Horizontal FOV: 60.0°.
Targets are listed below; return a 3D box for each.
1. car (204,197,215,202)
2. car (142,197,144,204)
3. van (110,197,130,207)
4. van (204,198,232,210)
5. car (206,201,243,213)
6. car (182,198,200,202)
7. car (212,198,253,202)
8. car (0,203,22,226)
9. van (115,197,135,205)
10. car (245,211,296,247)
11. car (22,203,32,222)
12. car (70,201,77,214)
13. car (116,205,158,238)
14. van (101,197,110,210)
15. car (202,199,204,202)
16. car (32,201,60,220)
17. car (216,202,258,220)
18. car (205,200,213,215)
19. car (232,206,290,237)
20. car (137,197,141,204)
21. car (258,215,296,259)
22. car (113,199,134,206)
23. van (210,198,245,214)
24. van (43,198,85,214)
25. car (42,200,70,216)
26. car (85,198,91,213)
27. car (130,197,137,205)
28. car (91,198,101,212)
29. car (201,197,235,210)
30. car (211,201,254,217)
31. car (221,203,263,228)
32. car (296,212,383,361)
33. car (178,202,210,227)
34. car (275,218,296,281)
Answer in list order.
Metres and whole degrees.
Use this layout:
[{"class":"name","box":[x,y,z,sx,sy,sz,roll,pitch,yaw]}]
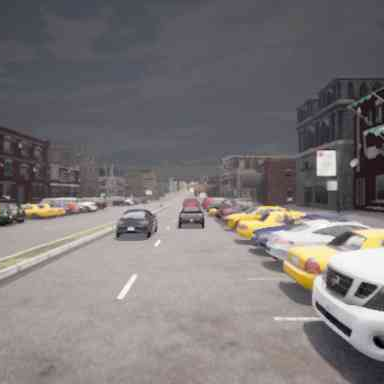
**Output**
[{"class":"car","box":[4.464,1.710,37.856,5.566,2.045,2.435,0,-1,0]},{"class":"car","box":[-16.421,2.599,90.228,4.892,1.521,2.231,0,-1,0]},{"class":"van","box":[-16.149,2.119,70.940,4.442,1.987,1.878,0,0,0]},{"class":"van","box":[4.310,1.960,54.649,4.442,1.987,1.878,0,-1,0]},{"class":"car","box":[4.448,2.082,46.187,4.892,1.521,2.231,0,-1,0]},{"class":"car","box":[-0.140,1.780,43.070,2.150,2.045,5.566,0,-1,0]},{"class":"car","box":[4.556,1.749,32.416,4.553,1.767,2.185,0,-1,0]},{"class":"car","box":[-15.877,1.490,24.059,5.566,2.045,2.435,0,-1,0]},{"class":"van","box":[-16.468,2.243,82.086,4.442,1.987,1.878,0,-1,0]},{"class":"car","box":[4.641,1.594,12.847,4.674,1.452,2.002,0,-1,0]},{"class":"car","box":[-15.895,1.662,26.814,4.553,1.767,2.185,0,-1,0]},{"class":"car","box":[-16.009,2.006,37.842,4.674,1.452,2.002,0,-1,0]},{"class":"car","box":[-3.005,1.685,18.650,1.812,1.442,4.674,0,-1,0]},{"class":"van","box":[-16.255,1.959,54.395,4.442,1.987,1.878,0,-1,0]},{"class":"car","box":[4.472,1.868,49.091,5.566,2.045,2.435,0,-1,0]},{"class":"car","box":[-16.154,1.876,32.326,5.366,1.575,1.946,0,-1,0]},{"class":"car","box":[4.587,1.810,26.855,4.792,1.488,2.163,0,-1,0]},{"class":"car","box":[4.325,1.915,35.068,5.366,1.575,1.946,0,-1,0]},{"class":"car","box":[4.808,1.589,15.619,5.366,1.575,1.946,0,-1,0]},{"class":"car","box":[-16.378,2.507,84.718,5.008,1.535,2.097,0,-1,0]},{"class":"car","box":[4.651,1.566,10.189,4.674,1.452,2.002,0,-1,0]},{"class":"car","box":[-16.333,2.472,79.206,4.674,1.452,2.002,0,-1,0]},{"class":"van","box":[4.585,1.818,43.409,4.442,1.987,1.878,0,-1,0]},{"class":"van","box":[-15.916,1.780,40.605,4.442,1.987,1.878,0,-1,0]},{"class":"car","box":[-16.175,1.920,35.085,5.366,1.575,1.946,0,-1,0]},{"class":"car","box":[-16.085,1.920,43.360,4.553,1.767,2.185,0,-1,0]},{"class":"car","box":[-16.280,2.148,76.451,5.566,2.045,2.435,0,-1,0]},{"class":"car","box":[-16.047,1.831,46.121,5.566,2.045,2.435,0,-1,0]},{"class":"car","box":[4.447,1.965,57.427,5.566,2.045,2.435,0,-1,0]},{"class":"car","box":[4.536,1.828,29.635,5.008,1.535,2.097,0,-1,0]},{"class":"car","box":[4.595,1.681,21.173,5.008,1.535,2.097,0,-1,0]},{"class":"car","box":[4.657,1.238,4.639,5.566,2.045,2.435,0,0,0]},{"class":"car","box":[-0.043,1.759,24.884,2.128,1.511,4.902,0,-1,0]},{"class":"car","box":[4.855,1.502,7.417,5.366,1.575,1.946,0,0,0]}]
